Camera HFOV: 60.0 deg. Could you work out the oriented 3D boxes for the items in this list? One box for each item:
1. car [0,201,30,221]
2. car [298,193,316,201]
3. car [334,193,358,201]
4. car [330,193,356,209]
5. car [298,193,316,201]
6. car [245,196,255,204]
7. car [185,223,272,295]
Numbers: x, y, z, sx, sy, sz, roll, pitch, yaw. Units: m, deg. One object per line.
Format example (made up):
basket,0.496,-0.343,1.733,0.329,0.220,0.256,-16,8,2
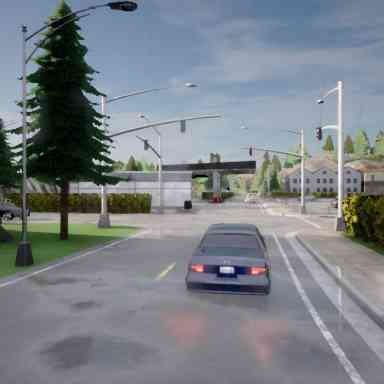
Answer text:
car,-15.737,1.492,27.210,4.902,1.511,2.128,0,0,10
car,27.398,1.077,79.257,3.866,1.878,1.905,0,0,10
car,34.568,1.097,74.643,4.605,1.855,1.932,0,0,10
car,20.262,1.330,42.355,5.027,1.636,2.152,0,0,10
car,26.214,1.361,76.091,3.806,1.475,1.970,0,0,10
car,11.231,1.526,64.763,1.812,1.442,4.674,0,0,10
car,1.093,1.547,8.884,2.033,1.411,5.357,0,0,10
